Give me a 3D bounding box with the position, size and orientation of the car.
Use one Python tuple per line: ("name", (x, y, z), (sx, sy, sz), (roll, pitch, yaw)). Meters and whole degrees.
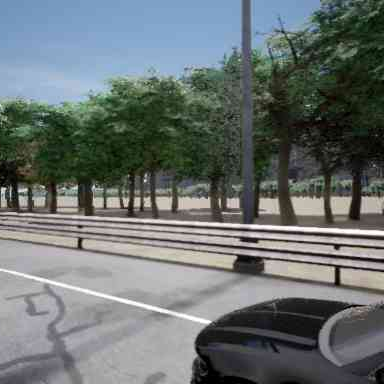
("car", (2.281, 1.471, 2.366), (5.008, 1.535, 1.882), (-1, 0, 35))
